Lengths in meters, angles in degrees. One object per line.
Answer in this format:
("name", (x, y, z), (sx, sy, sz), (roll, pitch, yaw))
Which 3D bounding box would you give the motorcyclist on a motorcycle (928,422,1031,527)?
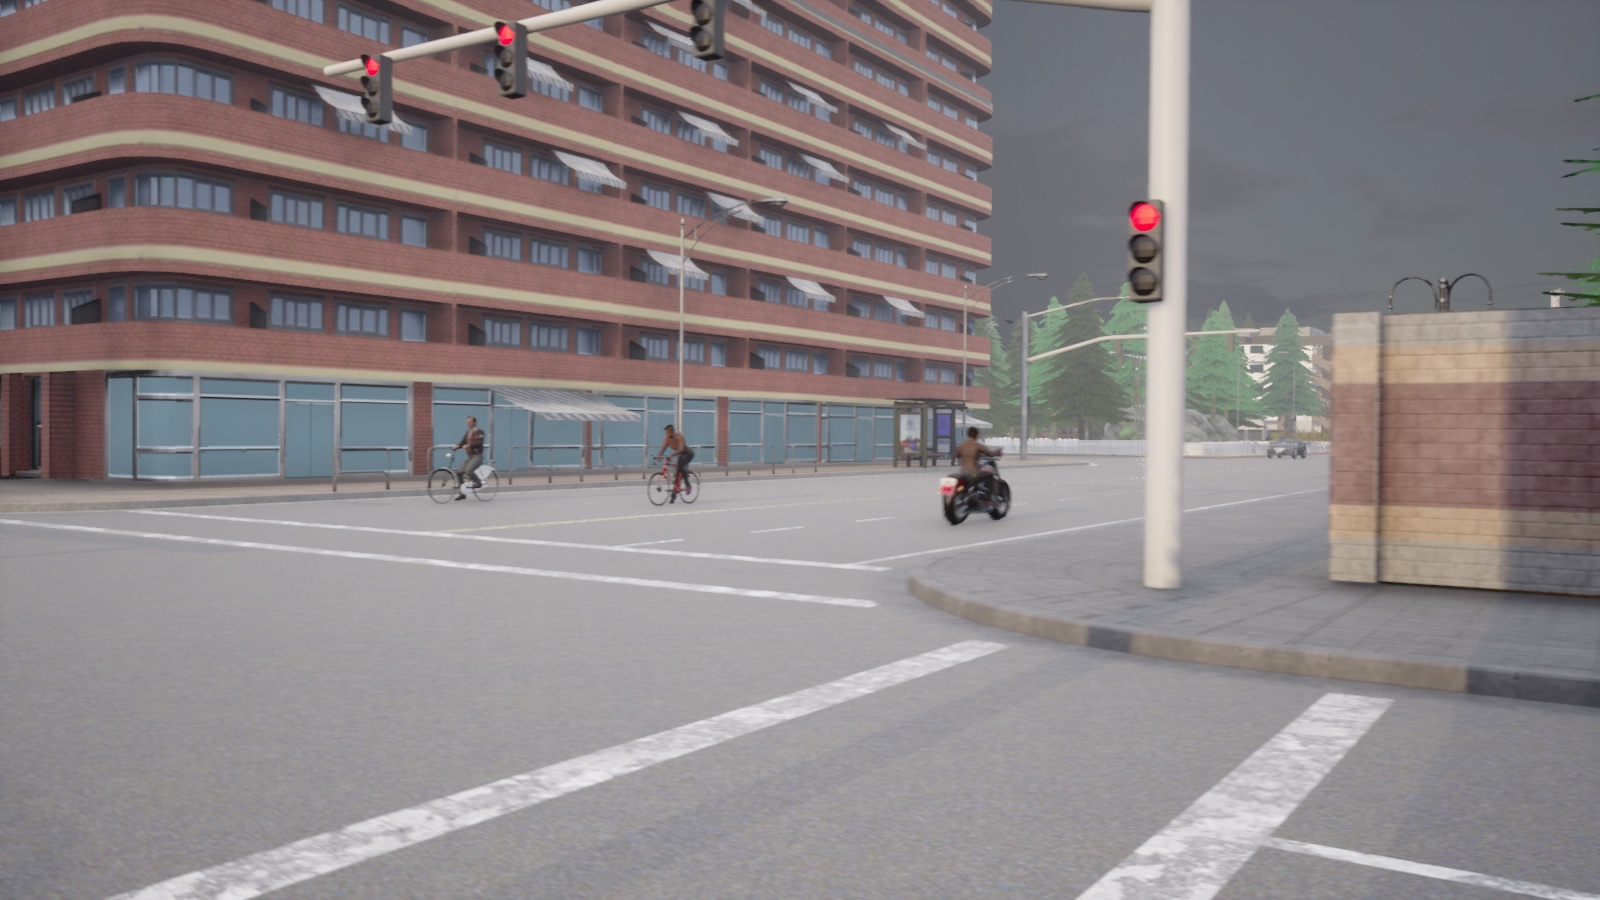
("motorcyclist on a motorcycle", (3.035, 0.368, 20.966), (0.766, 1.649, 2.350), (0, 1, 33))

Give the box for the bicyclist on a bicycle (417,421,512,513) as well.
("bicyclist on a bicycle", (-6.717, 0.319, 25.225), (0.659, 1.776, 1.843), (0, 1, 33))

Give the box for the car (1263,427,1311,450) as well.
("car", (33.679, -0.801, 86.733), (2.128, 1.511, 4.902), (0, 1, 33))

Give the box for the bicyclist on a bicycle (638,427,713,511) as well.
("bicyclist on a bicycle", (-2.488, 0.362, 25.290), (0.582, 1.620, 1.656), (0, 1, 33))
